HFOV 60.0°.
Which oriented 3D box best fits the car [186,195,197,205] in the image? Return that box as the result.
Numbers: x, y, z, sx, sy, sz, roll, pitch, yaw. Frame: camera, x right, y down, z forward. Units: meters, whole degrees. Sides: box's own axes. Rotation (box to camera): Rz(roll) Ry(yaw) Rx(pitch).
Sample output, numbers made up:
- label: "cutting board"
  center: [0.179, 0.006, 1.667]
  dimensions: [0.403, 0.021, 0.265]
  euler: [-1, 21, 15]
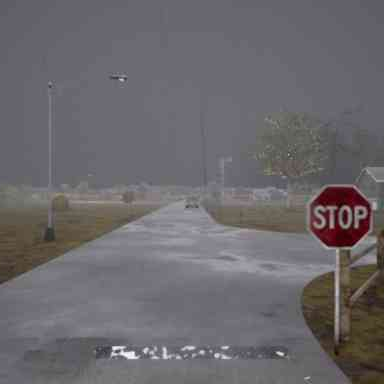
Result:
- label: "car"
  center: [-0.081, 1.687, 70.930]
  dimensions: [2.150, 2.045, 5.566]
  euler: [0, -1, 0]

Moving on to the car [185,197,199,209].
- label: "car"
  center: [0.042, 1.847, 50.517]
  dimensions: [1.994, 1.385, 4.181]
  euler: [0, -1, 0]

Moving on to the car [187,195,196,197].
- label: "car"
  center: [-0.066, 1.612, 60.568]
  dimensions: [2.150, 2.045, 5.566]
  euler: [0, -1, 0]
